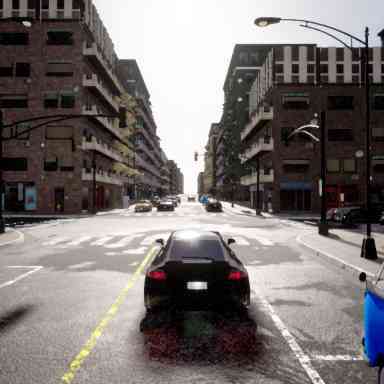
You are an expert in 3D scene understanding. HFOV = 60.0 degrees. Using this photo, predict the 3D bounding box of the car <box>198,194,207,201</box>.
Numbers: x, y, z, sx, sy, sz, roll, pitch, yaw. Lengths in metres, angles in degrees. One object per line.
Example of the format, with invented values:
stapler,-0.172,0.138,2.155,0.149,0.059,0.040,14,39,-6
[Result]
car,2.568,1.352,85.167,2.192,1.841,5.009,1,0,0

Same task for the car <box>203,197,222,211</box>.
car,2.638,1.580,40.027,1.947,1.339,4.313,1,0,0

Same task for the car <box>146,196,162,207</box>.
car,-5.759,1.459,51.298,1.967,1.590,4.097,1,0,0

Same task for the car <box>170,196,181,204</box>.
car,-3.150,1.503,64.437,1.882,1.535,5.008,0,0,0

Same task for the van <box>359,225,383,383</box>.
van,2.670,1.342,2.080,1.690,1.788,3.998,1,0,0

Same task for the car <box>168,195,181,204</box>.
car,-3.179,1.496,51.400,1.882,1.535,5.008,0,0,0

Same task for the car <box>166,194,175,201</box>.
car,-5.823,1.480,90.797,1.967,1.590,4.097,1,0,0

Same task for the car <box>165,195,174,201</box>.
car,-5.816,1.587,85.154,2.008,1.369,4.403,1,0,0

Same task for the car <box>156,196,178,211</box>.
car,-3.166,1.578,41.007,1.994,1.385,4.181,0,0,0

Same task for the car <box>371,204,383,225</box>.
car,13.506,1.583,19.848,4.313,1.339,1.947,0,-1,1

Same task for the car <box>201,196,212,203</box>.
car,2.629,1.567,45.669,2.008,1.369,4.403,1,0,0

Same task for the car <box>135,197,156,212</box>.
car,-5.741,1.539,39.843,1.752,1.417,4.829,1,0,0

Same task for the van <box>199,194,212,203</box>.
van,2.614,1.362,56.954,1.690,1.788,3.998,1,0,0

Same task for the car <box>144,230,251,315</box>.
car,0.088,1.566,7.683,1.994,1.385,4.181,0,0,0

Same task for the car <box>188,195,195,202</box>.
car,-0.131,1.559,80.557,2.128,1.511,4.902,0,0,0

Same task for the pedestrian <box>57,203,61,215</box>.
pedestrian,-12.590,1.597,31.437,0.500,1.100,0.500,0,-1,1

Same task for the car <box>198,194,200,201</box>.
car,2.592,1.552,68.409,1.752,1.417,4.829,1,0,0

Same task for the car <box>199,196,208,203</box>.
car,2.582,1.612,73.882,1.802,1.307,4.206,1,0,0

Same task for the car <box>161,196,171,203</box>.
car,-5.797,1.575,73.869,1.887,1.381,4.507,1,0,0

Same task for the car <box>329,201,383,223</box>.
car,13.492,1.473,25.640,4.553,1.767,2.097,0,-1,1

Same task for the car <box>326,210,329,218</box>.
car,13.596,1.608,28.229,4.097,1.590,1.967,0,-1,1
